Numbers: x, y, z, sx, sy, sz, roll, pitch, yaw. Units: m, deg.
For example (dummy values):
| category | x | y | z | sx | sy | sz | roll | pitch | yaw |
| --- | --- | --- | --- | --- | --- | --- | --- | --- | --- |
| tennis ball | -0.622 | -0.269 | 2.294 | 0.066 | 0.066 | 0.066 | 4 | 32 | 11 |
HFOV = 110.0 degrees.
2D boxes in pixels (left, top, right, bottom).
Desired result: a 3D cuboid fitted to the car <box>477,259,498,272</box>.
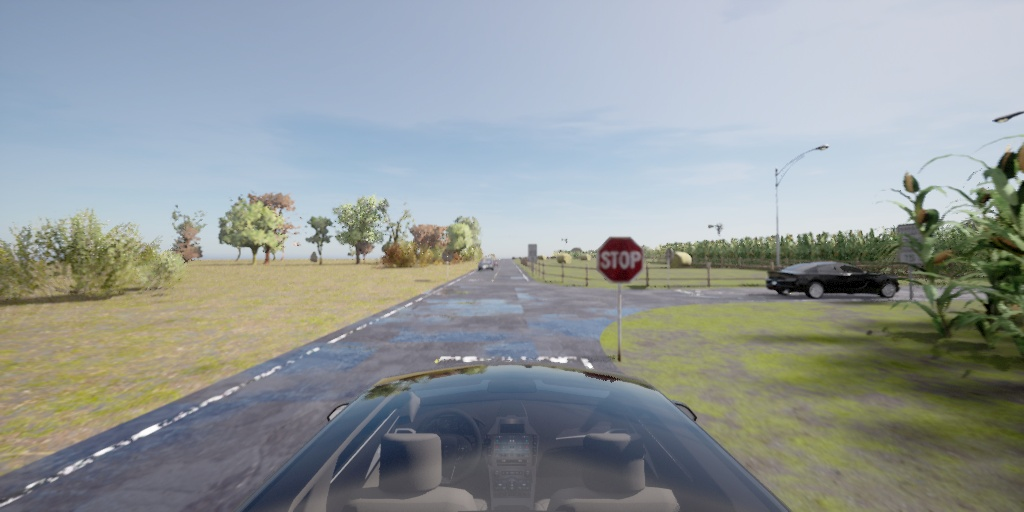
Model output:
| category | x | y | z | sx | sy | sz | roll | pitch | yaw |
| --- | --- | --- | --- | --- | --- | --- | --- | --- | --- |
| car | -3.150 | 1.099 | 43.931 | 2.128 | 1.511 | 4.902 | 0 | 0 | 0 |

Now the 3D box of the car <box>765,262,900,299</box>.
| category | x | y | z | sx | sy | sz | roll | pitch | yaw |
| --- | --- | --- | --- | --- | --- | --- | --- | --- | --- |
| car | 13.945 | 1.003 | 15.730 | 5.008 | 1.535 | 1.882 | -1 | -1 | -1 |
